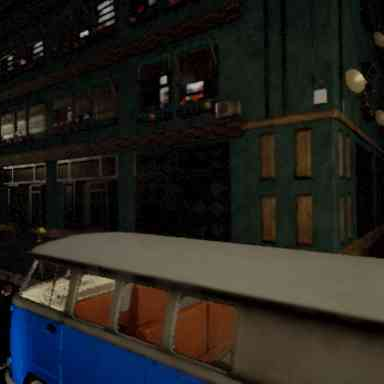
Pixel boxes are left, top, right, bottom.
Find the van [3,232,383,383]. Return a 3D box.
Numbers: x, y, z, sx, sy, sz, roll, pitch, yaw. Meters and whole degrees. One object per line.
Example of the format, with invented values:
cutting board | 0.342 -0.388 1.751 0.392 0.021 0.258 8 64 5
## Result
van | -0.011 1.340 2.900 3.998 1.788 1.690 0 -1 36
